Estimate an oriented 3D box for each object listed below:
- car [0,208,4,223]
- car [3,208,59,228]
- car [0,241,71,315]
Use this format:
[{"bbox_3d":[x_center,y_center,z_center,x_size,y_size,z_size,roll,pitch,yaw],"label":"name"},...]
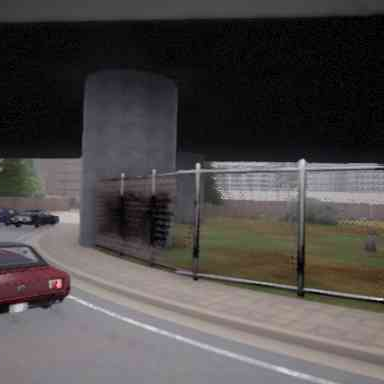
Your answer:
[{"bbox_3d":[-16.075,2.130,29.074,1.812,1.442,4.674,1,-2,1],"label":"car"},{"bbox_3d":[-12.828,2.183,27.439,2.033,1.411,5.357,1,-2,0],"label":"car"},{"bbox_3d":[-4.591,1.752,7.400,4.718,1.301,1.895,0,-3,45],"label":"car"}]
